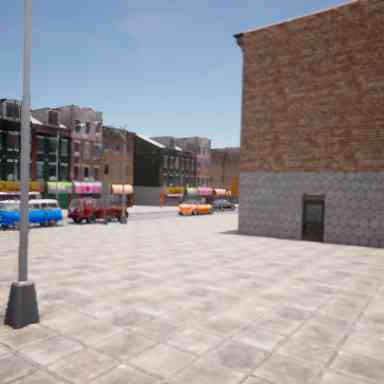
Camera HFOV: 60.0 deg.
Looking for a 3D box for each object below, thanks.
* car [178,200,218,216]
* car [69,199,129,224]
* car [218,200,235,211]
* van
[{"bbox_3d":[0.487,1.680,36.557,2.097,1.767,4.553,2,1,36],"label":"car"},{"bbox_3d":[-7.285,1.462,26.042,2.192,1.841,5.009,1,0,36],"label":"car"},{"bbox_3d":[4.252,1.869,46.388,2.128,1.511,4.902,2,1,36],"label":"car"},{"bbox_3d":[-10.457,1.417,21.664,1.690,1.788,3.998,1,0,36],"label":"van"}]
